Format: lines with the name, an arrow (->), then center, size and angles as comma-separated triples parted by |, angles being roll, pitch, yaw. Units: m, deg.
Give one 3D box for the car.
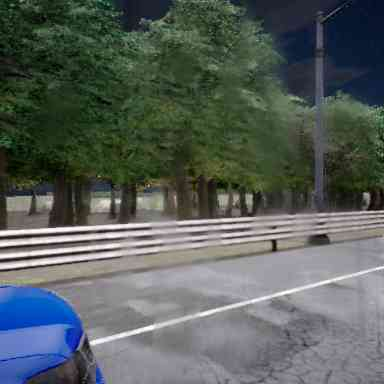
car -> -3.204, 1.214, 1.464 | 5.566, 2.045, 2.150 | 0, 0, -36
